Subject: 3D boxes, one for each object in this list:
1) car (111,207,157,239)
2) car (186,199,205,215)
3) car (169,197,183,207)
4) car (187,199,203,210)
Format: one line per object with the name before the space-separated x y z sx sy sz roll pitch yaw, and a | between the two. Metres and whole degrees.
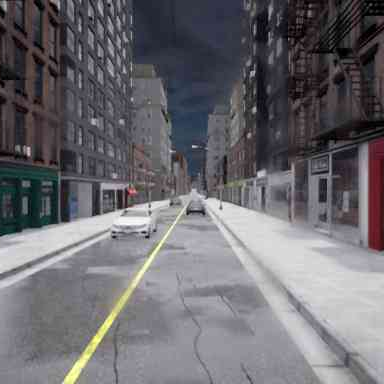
car | -2.938 1.567 17.668 1.812 1.442 4.674 0 0 0
car | 0.411 1.643 35.381 1.994 1.385 4.181 0 0 1
car | -2.601 1.620 53.610 1.837 1.490 4.892 0 0 1
car | 0.464 1.646 45.443 2.033 1.411 5.357 0 0 1
